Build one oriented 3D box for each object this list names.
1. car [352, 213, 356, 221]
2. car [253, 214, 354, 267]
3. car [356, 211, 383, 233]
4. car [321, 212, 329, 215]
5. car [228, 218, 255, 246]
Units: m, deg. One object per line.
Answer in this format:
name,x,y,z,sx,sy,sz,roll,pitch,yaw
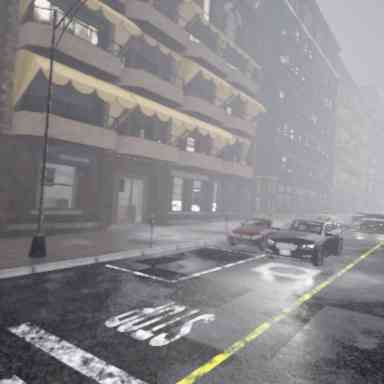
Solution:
car,19.550,2.838,38.082,1.887,1.381,4.507,4,0,36
car,4.535,1.825,13.002,2.128,1.511,4.902,3,0,36
car,15.652,2.501,28.292,1.882,1.535,5.008,3,0,36
car,9.695,2.210,24.501,1.752,1.417,4.829,4,0,36
car,3.287,1.869,15.675,1.802,1.307,4.206,4,0,36
